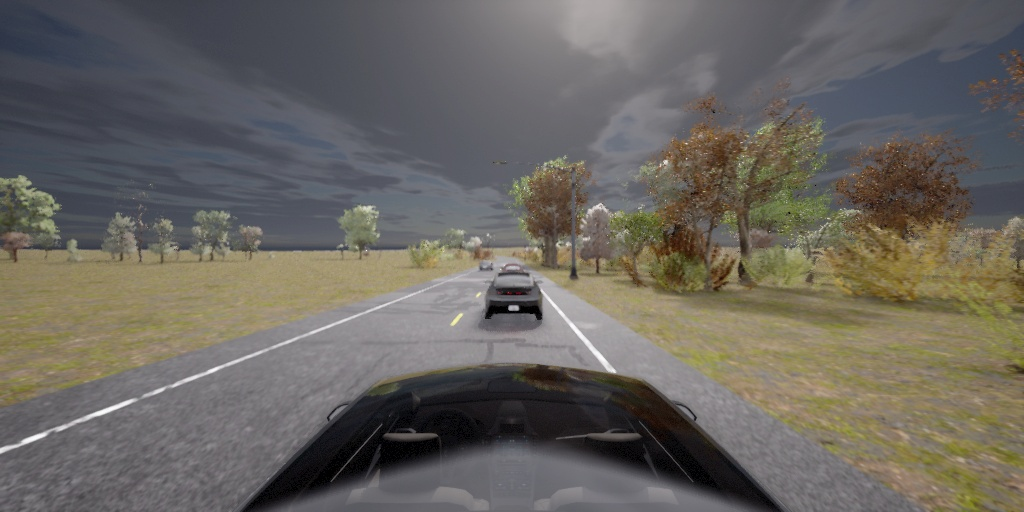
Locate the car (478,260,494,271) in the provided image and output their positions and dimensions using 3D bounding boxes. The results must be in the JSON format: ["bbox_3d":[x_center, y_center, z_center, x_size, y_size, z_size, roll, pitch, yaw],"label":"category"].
[{"bbox_3d":[-3.593,1.314,50.174,2.128,1.511,4.902,0,0,0],"label":"car"}]

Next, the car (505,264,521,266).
[{"bbox_3d":[0.064,1.330,28.921,1.812,1.442,4.674,0,0,0],"label":"car"}]

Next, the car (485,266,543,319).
[{"bbox_3d":[0.069,1.282,12.968,1.837,1.490,4.892,0,0,0],"label":"car"}]
